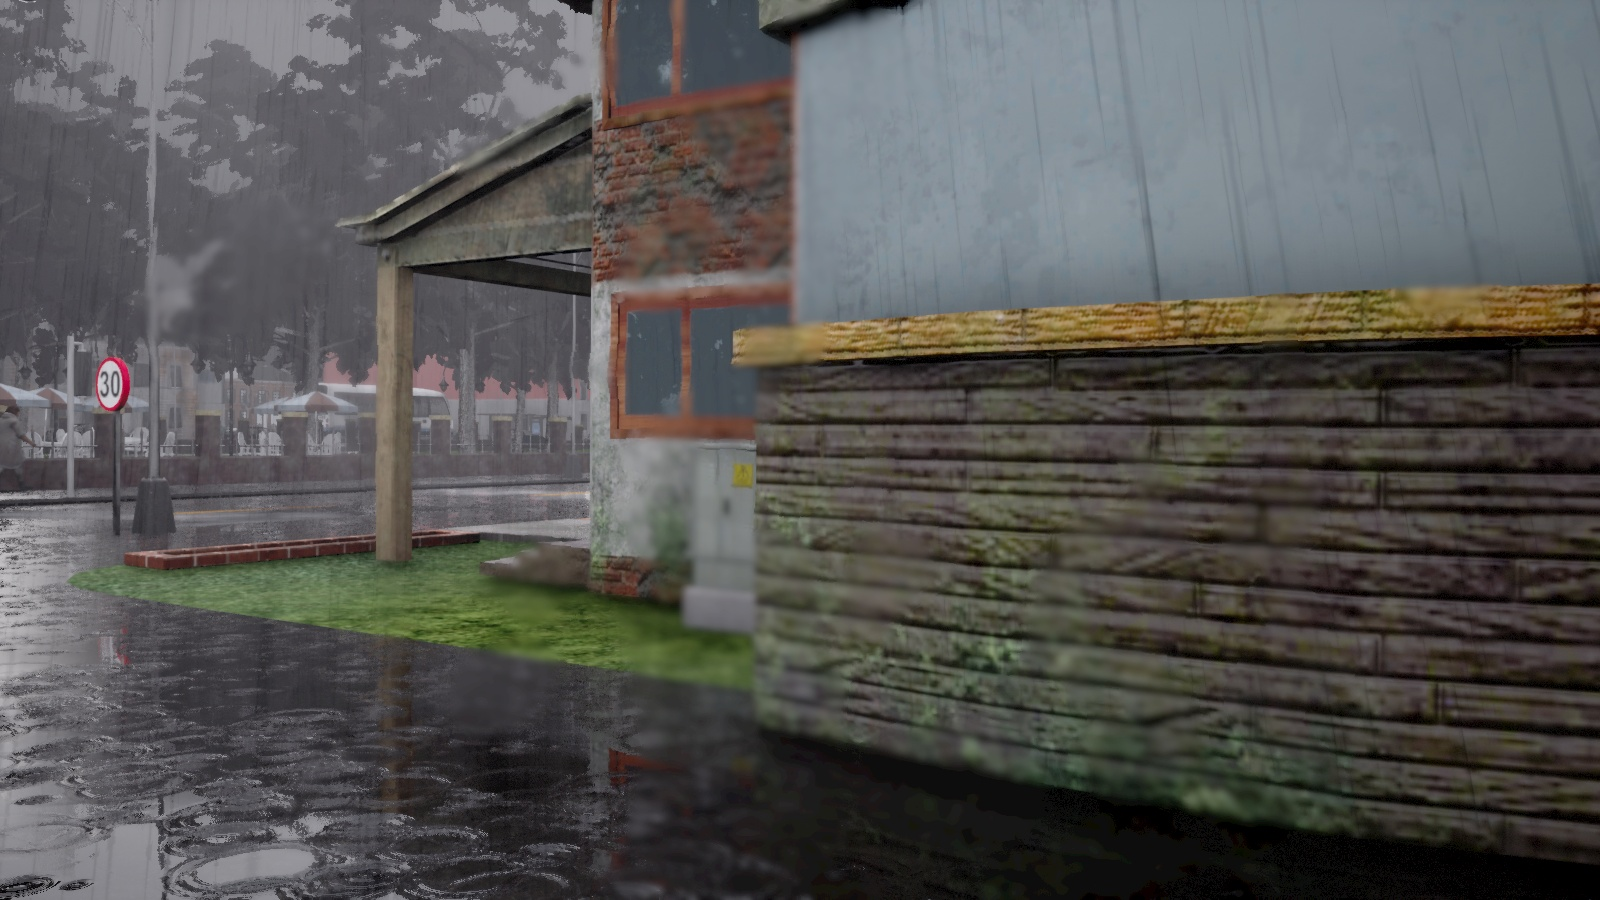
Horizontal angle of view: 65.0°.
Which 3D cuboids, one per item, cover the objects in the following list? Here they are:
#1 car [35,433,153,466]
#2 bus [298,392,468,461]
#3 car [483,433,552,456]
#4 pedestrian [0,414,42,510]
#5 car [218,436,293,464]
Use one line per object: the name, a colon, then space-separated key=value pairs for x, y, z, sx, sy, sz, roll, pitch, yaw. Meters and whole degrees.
car: x=-37.408 y=-0.062 z=66.681 sx=2.152 sy=1.651 sz=5.027 roll=0 pitch=1 yaw=33
bus: x=-27.106 y=-1.524 z=82.317 sx=3.944 sy=4.253 sz=10.273 roll=0 pitch=1 yaw=33
car: x=-20.658 y=-0.409 z=92.079 sx=2.033 sy=1.649 sz=4.856 roll=0 pitch=1 yaw=33
pedestrian: x=-16.385 y=0.233 z=26.094 sx=0.659 sy=1.952 sz=0.873 roll=0 pitch=1 yaw=35
car: x=-32.264 y=-0.015 z=74.493 sx=1.789 sy=1.549 sz=3.705 roll=0 pitch=1 yaw=33
